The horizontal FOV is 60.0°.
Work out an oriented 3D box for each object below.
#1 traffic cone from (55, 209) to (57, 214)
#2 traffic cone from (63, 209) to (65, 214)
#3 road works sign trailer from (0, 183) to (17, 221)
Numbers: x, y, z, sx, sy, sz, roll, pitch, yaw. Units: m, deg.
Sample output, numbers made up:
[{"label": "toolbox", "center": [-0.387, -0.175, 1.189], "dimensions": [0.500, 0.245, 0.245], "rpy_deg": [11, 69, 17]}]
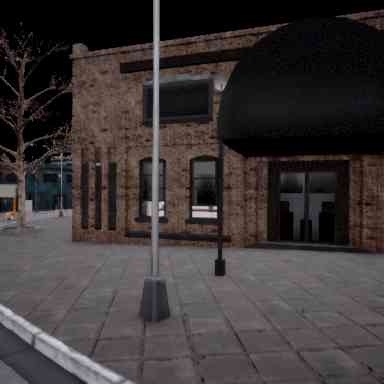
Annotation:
[{"label": "traffic cone", "center": [-18.414, 2.623, 45.146], "dimensions": [0.340, 0.580, 0.340], "rpy_deg": [1, -1, 5]}, {"label": "traffic cone", "center": [-17.415, 2.632, 45.057], "dimensions": [0.340, 0.580, 0.340], "rpy_deg": [1, 0, 5]}, {"label": "road works sign trailer", "center": [-17.918, 0.935, 32.162], "dimensions": [2.380, 3.560, 2.880], "rpy_deg": [0, -1, 6]}]
